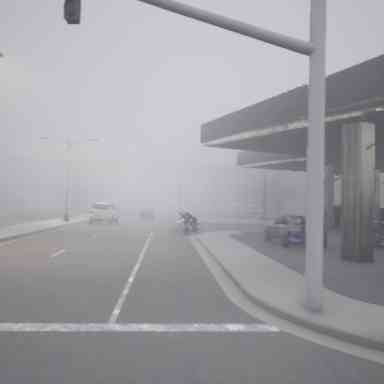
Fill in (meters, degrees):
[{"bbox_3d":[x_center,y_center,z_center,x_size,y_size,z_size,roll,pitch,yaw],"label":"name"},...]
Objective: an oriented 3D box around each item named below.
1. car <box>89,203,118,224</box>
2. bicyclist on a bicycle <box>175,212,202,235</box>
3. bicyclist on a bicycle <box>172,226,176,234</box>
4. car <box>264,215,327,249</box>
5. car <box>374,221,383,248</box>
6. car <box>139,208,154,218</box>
[{"bbox_3d":[-8.824,2.131,33.587,2.150,2.045,5.566,2,-2,-5],"label":"car"},{"bbox_3d":[-0.148,2.192,23.491,1.656,1.620,0.582,-8,-4,12],"label":"bicyclist on a bicycle"},{"bbox_3d":[-0.661,2.262,24.019,1.656,1.620,0.582,2,-2,-23],"label":"bicyclist on a bicycle"},{"bbox_3d":[5.539,2.080,18.293,2.242,1.667,4.611,2,-2,-4],"label":"car"},{"bbox_3d":[11.199,2.436,19.498,1.970,1.475,3.806,2,-2,-4],"label":"car"},{"bbox_3d":[-6.437,2.990,47.413,2.033,1.411,5.357,2,-2,-3],"label":"car"}]
